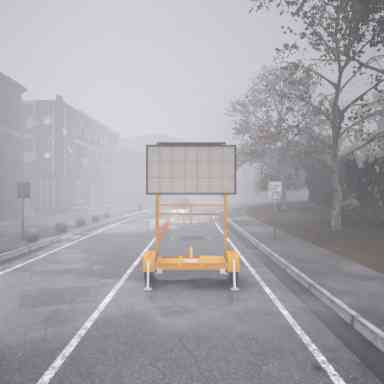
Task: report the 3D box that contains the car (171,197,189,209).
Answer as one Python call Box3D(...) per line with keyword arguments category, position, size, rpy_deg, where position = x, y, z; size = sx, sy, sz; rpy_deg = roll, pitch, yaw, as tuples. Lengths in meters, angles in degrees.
Box3D(category="car", position=(-1.546, 1.494, 45.186), size=(2.128, 1.511, 4.902), rpy_deg=(0, 0, 9))

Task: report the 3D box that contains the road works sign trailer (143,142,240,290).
Box3D(category="road works sign trailer", position=(-0.021, 0.467, 9.028), size=(2.380, 3.560, 2.880), rpy_deg=(0, 0, 0))
